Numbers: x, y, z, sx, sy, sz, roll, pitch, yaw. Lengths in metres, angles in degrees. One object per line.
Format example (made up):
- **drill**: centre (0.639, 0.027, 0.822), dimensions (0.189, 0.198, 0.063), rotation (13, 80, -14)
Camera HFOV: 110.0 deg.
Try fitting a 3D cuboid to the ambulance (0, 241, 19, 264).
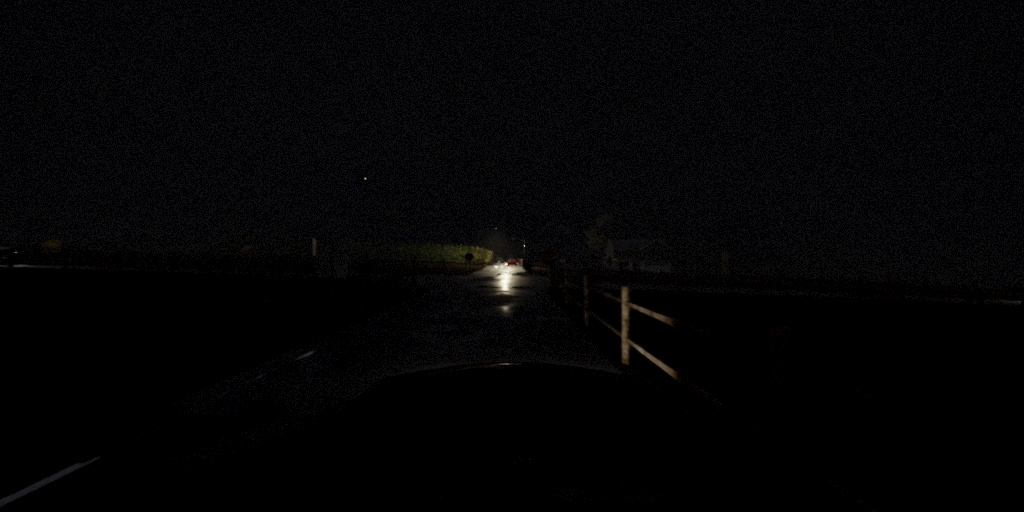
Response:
- **ambulance**: centre (-42.199, -0.669, 27.551), dimensions (6.366, 2.431, 2.351), rotation (2, 1, -1)
